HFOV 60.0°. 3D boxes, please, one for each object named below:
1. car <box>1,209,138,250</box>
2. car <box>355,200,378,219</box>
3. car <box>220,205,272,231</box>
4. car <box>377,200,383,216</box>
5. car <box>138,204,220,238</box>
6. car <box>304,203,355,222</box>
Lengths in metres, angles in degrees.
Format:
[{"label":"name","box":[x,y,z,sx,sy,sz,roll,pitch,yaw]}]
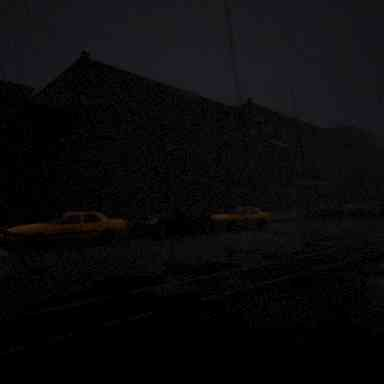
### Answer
[{"label":"car","box":[-5.390,1.549,14.833,5.366,1.575,1.946,1,-1,-40]},{"label":"car","box":[15.990,1.785,32.624,4.674,1.452,2.002,1,-1,-40]},{"label":"car","box":[3.106,1.626,21.902,5.366,1.575,1.946,1,-1,-40]},{"label":"car","box":[20.164,1.657,36.097,4.553,1.767,2.185,1,-1,-40]},{"label":"car","box":[-0.977,1.467,18.509,4.553,1.767,2.185,1,-1,-40]},{"label":"car","box":[11.747,1.708,29.092,4.892,1.521,2.231,1,-1,-40]}]
